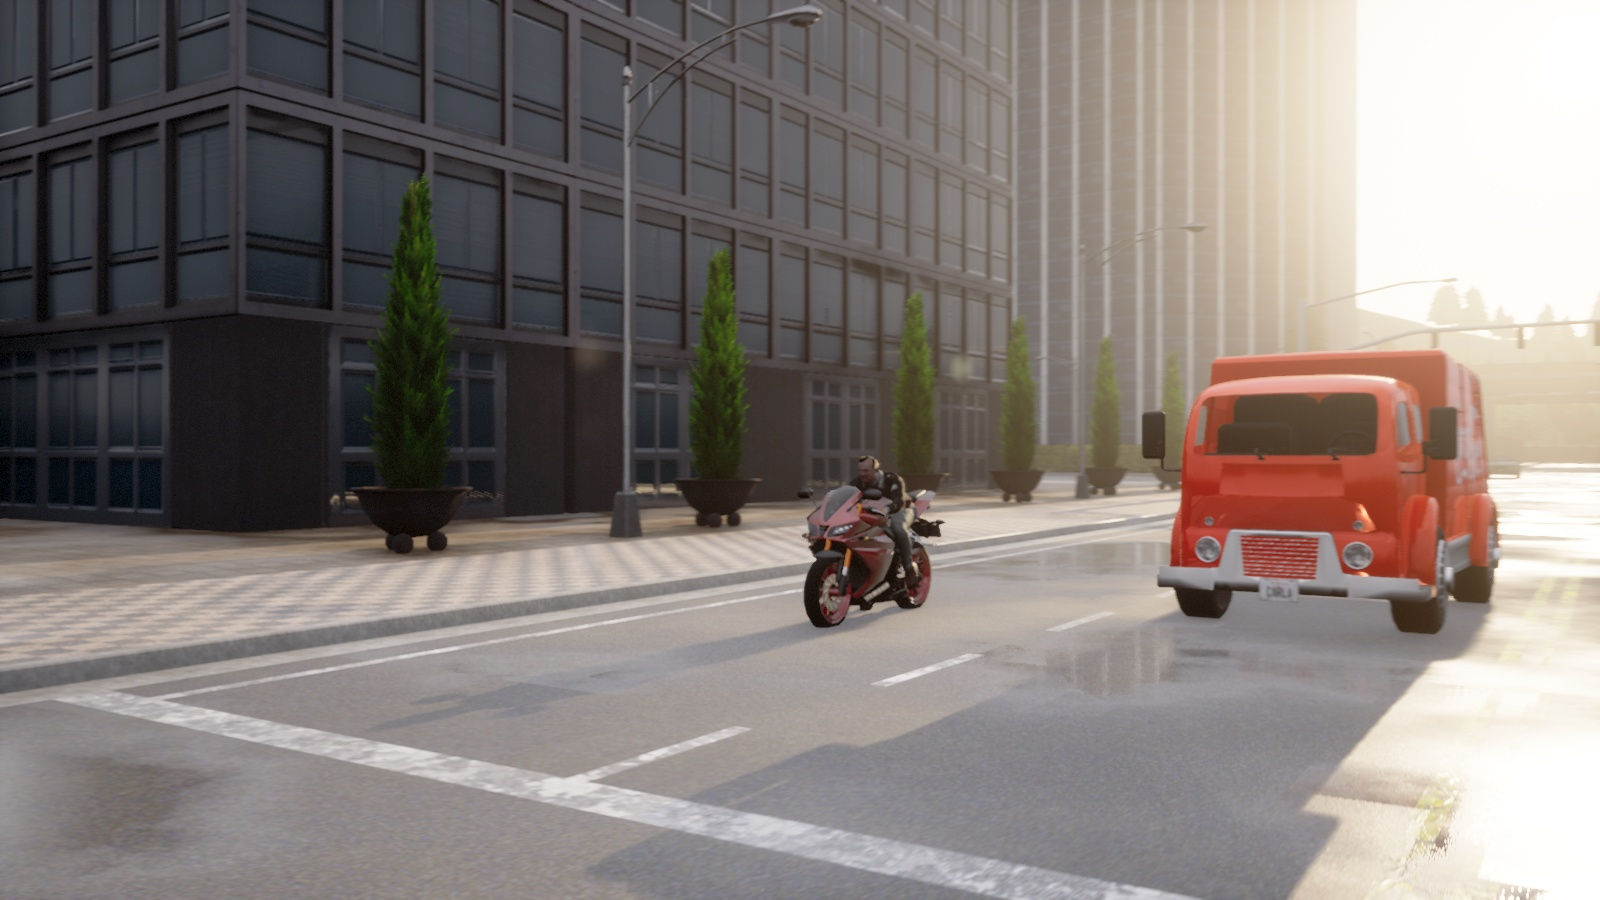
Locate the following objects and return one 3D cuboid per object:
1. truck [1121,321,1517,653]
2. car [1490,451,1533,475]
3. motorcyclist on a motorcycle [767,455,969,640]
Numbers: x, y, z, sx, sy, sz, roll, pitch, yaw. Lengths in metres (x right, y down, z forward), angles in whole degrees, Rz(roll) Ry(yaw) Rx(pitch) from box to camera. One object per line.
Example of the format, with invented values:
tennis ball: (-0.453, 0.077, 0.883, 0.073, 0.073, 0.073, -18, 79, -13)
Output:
truck: (5.287, 0.279, 12.233, 2.627, 2.467, 5.204, 0, 0, 33)
car: (43.421, 0.771, 76.636, 1.994, 1.385, 4.181, 0, 0, 33)
motorcyclist on a motorcycle: (0.683, 0.815, 11.597, 0.866, 1.530, 2.191, 0, 0, 33)
